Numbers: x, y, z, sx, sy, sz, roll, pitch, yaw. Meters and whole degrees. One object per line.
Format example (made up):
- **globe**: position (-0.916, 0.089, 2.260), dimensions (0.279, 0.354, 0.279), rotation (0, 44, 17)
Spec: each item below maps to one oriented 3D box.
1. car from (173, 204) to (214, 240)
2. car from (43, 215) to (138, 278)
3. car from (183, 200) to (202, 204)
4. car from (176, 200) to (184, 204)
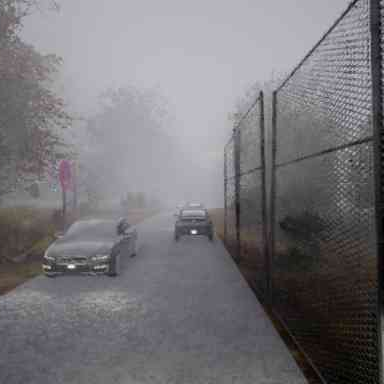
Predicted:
- **car**: position (0.088, 1.568, 17.427), dimensions (1.837, 1.490, 4.892), rotation (0, 0, 0)
- **car**: position (-2.852, 1.525, 10.297), dimensions (1.837, 1.490, 4.892), rotation (0, 0, 0)
- **car**: position (0.379, 1.805, 35.508), dimensions (1.812, 1.442, 4.674), rotation (0, -1, 2)
- **car**: position (-1.422, 2.063, 52.017), dimensions (2.128, 1.511, 4.902), rotation (0, -1, 6)
